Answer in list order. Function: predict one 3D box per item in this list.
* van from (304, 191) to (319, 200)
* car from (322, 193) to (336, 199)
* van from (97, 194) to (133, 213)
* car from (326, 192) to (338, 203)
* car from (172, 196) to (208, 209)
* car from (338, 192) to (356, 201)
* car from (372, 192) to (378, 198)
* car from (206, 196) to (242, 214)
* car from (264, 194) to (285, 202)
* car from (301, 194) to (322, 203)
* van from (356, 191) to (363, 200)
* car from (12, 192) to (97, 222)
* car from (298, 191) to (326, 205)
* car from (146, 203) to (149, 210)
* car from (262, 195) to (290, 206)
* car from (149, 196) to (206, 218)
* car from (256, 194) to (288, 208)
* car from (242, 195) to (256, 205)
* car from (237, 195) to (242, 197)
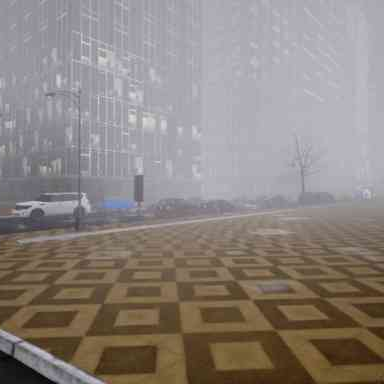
[{"bbox_3d":[25.680,0.694,71.557,1.690,1.788,3.998,1,1,41],"label":"van"},{"bbox_3d":[33.070,0.828,80.212,1.947,1.339,4.313,1,1,41],"label":"car"},{"bbox_3d":[-7.669,1.106,32.711,1.690,1.788,3.998,1,1,41],"label":"van"},{"bbox_3d":[20.953,0.839,53.123,2.192,1.841,5.009,1,1,41],"label":"car"},{"bbox_3d":[-0.194,1.218,41.291,1.887,1.381,4.507,1,1,41],"label":"car"},{"bbox_3d":[28.453,0.957,61.905,1.752,1.417,4.829,1,1,41],"label":"car"},{"bbox_3d":[43.151,0.704,79.641,1.801,1.575,5.366,0,1,41],"label":"car"},{"bbox_3d":[2.527,1.320,31.459,1.947,1.339,4.313,1,1,41],"label":"car"},{"bbox_3d":[14.593,1.056,58.585,1.947,1.339,4.313,1,1,41],"label":"car"},{"bbox_3d":[20.265,1.062,56.325,1.994,1.385,4.181,0,1,41],"label":"car"},{"bbox_3d":[35.735,0.683,70.424,1.690,1.788,3.998,1,1,41],"label":"van"},{"bbox_3d":[-10.478,1.059,25.261,2.150,2.045,5.566,0,1,41],"label":"car"},{"bbox_3d":[17.258,0.885,48.798,2.192,1.841,5.009,1,1,41],"label":"car"},{"bbox_3d":[-2.509,1.338,34.586,1.895,1.301,4.718,0,1,40],"label":"car"},{"bbox_3d":[11.760,1.130,46.364,1.812,1.442,4.674,0,0,41],"label":"car"},{"bbox_3d":[-1.125,1.240,27.096,1.967,1.590,4.097,1,1,41],"label":"car"},{"bbox_3d":[9.866,1.244,40.151,1.802,1.307,4.206,1,1,41],"label":"car"},{"bbox_3d":[10.012,1.130,49.129,2.033,1.411,5.357,0,1,41],"label":"car"},{"bbox_3d":[7.202,1.148,49.934,1.947,1.339,4.313,1,1,41],"label":"car"}]
